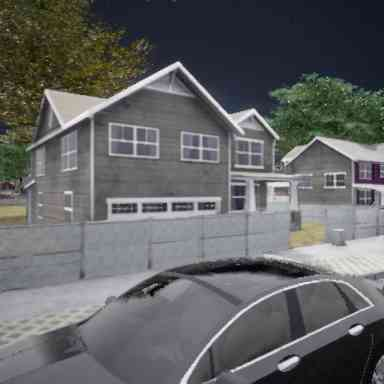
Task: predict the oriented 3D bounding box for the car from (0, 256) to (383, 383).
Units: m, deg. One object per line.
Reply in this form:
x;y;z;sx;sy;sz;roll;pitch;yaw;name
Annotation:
0.272;1.511;3.264;4.892;1.490;1.837;0;0;-35;car
